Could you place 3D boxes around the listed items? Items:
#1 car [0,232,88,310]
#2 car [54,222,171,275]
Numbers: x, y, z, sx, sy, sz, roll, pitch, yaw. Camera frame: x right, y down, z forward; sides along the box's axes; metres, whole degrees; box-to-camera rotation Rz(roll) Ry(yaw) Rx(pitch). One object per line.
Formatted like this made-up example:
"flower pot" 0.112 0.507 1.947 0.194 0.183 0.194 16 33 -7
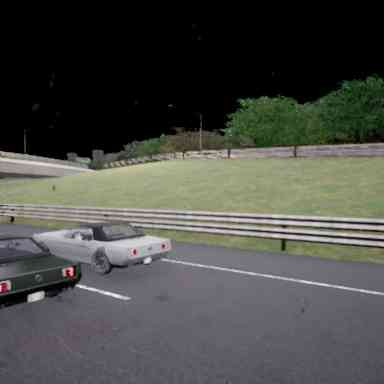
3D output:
"car" -4.608 1.594 7.269 4.718 1.301 1.895 0 0 35
"car" -3.025 1.594 10.437 4.718 1.301 1.895 0 0 35
